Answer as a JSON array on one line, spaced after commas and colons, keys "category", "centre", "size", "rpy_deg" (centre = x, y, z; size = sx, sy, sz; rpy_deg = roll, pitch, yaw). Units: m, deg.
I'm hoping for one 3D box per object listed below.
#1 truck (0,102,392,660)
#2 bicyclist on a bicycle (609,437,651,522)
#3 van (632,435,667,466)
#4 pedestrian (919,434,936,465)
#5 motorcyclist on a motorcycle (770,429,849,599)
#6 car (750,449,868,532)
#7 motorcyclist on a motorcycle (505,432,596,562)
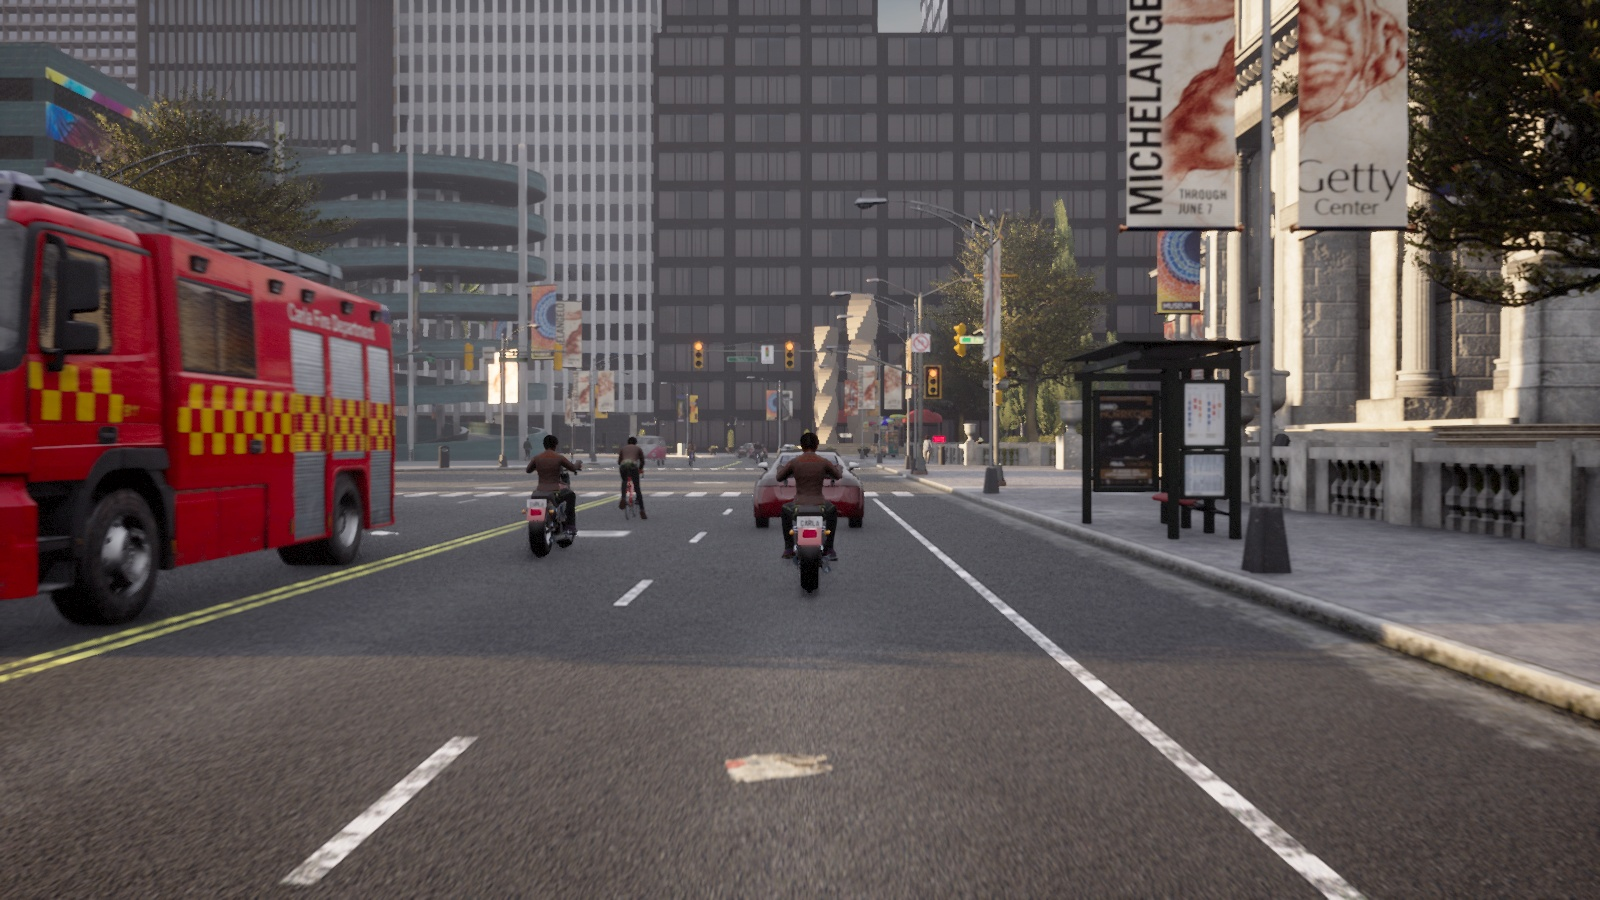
[{"category": "truck", "centre": [-6.907, -0.494, 12.515], "size": [2.891, 3.827, 8.468], "rpy_deg": [0, 0, 0]}, {"category": "bicyclist on a bicycle", "centre": [-3.333, 0.557, 24.694], "size": [0.582, 1.620, 1.656], "rpy_deg": [0, 0, 0]}, {"category": "van", "centre": [-9.977, 0.021, 83.392], "size": [1.775, 1.987, 4.442], "rpy_deg": [0, 0, 0]}, {"category": "pedestrian", "centre": [7.754, -0.022, 76.571], "size": [0.874, 1.855, 0.900], "rpy_deg": [0, 0, 17]}, {"category": "motorcyclist on a motorcycle", "centre": [0.098, 0.621, 13.390], "size": [0.766, 1.649, 2.350], "rpy_deg": [0, 0, 0]}, {"category": "car", "centre": [0.160, 0.679, 23.407], "size": [1.994, 1.385, 4.181], "rpy_deg": [0, 0, 0]}, {"category": "motorcyclist on a motorcycle", "centre": [-3.378, 0.597, 17.213], "size": [0.766, 1.649, 2.350], "rpy_deg": [0, 0, 0]}]
